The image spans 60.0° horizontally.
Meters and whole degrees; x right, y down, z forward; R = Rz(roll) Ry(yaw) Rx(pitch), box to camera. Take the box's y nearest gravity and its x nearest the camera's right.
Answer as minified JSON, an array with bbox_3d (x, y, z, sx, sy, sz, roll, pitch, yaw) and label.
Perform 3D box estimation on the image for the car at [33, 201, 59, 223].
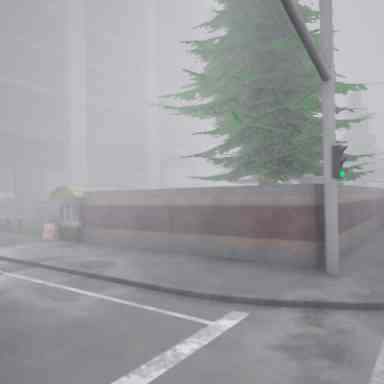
[{"bbox_3d":[-11.823,1.702,28.370,3.866,1.878,1.905,-2,-1,36],"label":"car"}]
